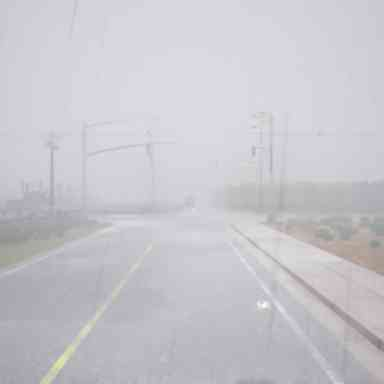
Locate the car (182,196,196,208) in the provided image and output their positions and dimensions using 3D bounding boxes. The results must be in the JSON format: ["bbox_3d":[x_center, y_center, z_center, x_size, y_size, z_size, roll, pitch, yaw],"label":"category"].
[{"bbox_3d":[-0.596,1.741,57.136,2.150,2.045,5.566,0,2,-3],"label":"car"}]
